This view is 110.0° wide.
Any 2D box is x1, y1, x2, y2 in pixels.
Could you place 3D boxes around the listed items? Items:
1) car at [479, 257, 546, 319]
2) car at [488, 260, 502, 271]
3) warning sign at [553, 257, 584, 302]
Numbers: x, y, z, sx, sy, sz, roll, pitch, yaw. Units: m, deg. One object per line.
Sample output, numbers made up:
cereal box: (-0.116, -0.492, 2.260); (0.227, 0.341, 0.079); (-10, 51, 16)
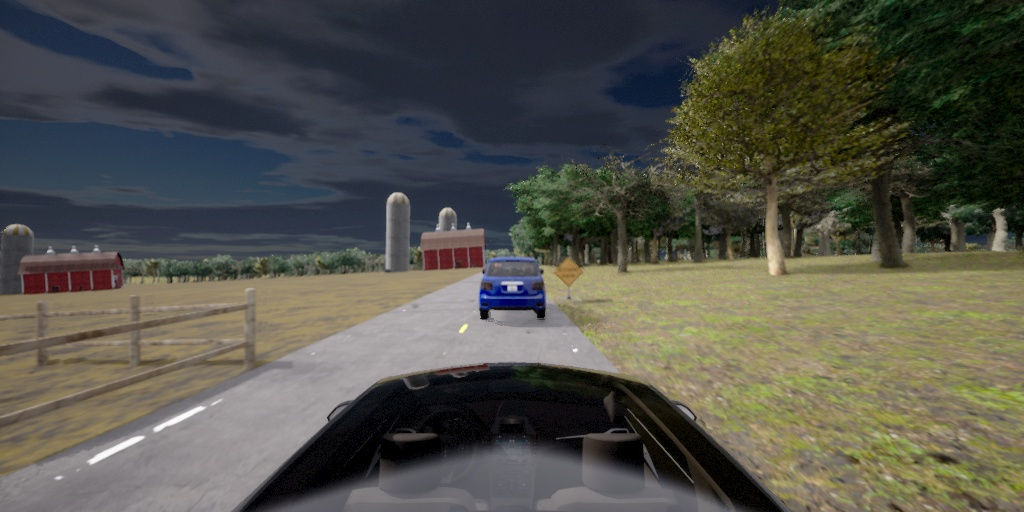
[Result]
car: (0.038, 1.060, 13.296); (2.150, 2.045, 5.566); (0, 0, 1)
car: (-2.769, 1.610, 60.100); (2.097, 1.767, 4.553); (0, -1, 1)
warning sign: (2.457, 0.967, 15.387); (1.300, 1.860, 1.060); (0, 0, 0)
